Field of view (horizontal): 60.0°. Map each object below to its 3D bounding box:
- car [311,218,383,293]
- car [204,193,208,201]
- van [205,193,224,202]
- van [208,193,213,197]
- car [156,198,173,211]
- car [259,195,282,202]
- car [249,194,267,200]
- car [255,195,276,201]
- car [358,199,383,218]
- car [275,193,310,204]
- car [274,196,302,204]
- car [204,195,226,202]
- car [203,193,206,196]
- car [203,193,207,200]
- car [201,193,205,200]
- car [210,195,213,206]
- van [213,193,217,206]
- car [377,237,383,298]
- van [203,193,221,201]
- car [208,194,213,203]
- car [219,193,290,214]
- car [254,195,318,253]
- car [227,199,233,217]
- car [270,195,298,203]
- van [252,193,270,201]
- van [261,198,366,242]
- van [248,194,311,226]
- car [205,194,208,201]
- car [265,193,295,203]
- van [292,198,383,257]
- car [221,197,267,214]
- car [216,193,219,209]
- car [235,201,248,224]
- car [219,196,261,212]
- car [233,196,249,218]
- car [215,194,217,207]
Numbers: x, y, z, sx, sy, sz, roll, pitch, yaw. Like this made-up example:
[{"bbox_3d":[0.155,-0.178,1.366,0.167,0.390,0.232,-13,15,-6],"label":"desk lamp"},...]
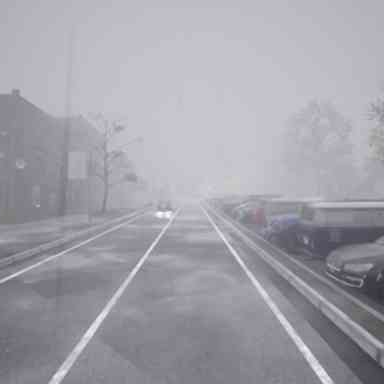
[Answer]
[{"bbox_3d":[5.679,1.523,7.733,4.892,1.521,2.231,0,0,0],"label":"car"},{"bbox_3d":[5.399,1.522,63.797,5.008,1.535,2.097,0,0,0],"label":"car"},{"bbox_3d":[5.440,1.336,80.618,4.442,1.987,1.878,0,0,0],"label":"van"},{"bbox_3d":[5.327,1.297,55.390,4.442,1.987,1.878,0,0,0],"label":"van"},{"bbox_3d":[-3.395,1.574,41.846,2.128,1.511,4.902,0,0,0],"label":"car"},{"bbox_3d":[18.411,1.506,77.992,5.008,1.535,2.097,0,0,0],"label":"car"},{"bbox_3d":[18.326,1.427,91.916,4.553,1.767,2.185,0,0,0],"label":"car"},{"bbox_3d":[18.389,1.563,83.563,4.674,1.452,2.002,0,0,0],"label":"car"},{"bbox_3d":[18.458,1.475,30.621,5.366,1.575,1.946,0,0,0],"label":"car"},{"bbox_3d":[18.466,1.222,61.284,5.566,2.045,2.435,0,0,0],"label":"car"},{"bbox_3d":[18.480,1.515,64.191,4.674,1.452,2.002,0,0,0],"label":"car"},{"bbox_3d":[5.332,1.554,77.814,5.008,1.535,2.097,0,0,0],"label":"car"},{"bbox_3d":[5.360,1.538,72.203,4.892,1.521,2.231,0,0,0],"label":"car"},{"bbox_3d":[5.348,1.560,69.405,4.792,1.488,2.163,0,0,0],"label":"car"},{"bbox_3d":[5.378,1.294,75.011,5.566,2.045,2.435,0,0,0],"label":"car"},{"bbox_3d":[5.479,1.523,46.981,5.008,1.535,2.097,0,0,0],"label":"car"},{"bbox_3d":[5.381,1.298,44.177,4.442,1.987,1.878,0,0,0],"label":"van"},{"bbox_3d":[5.683,1.555,4.929,4.674,1.452,2.002,0,0,0],"label":"car"},{"bbox_3d":[5.183,1.355,86.224,4.442,1.987,1.878,0,0,0],"label":"van"},{"bbox_3d":[5.429,1.552,52.587,4.792,1.488,2.163,0,0,0],"label":"car"},{"bbox_3d":[5.536,1.274,30.161,5.566,2.045,2.435,0,0,0],"label":"car"},{"bbox_3d":[5.617,1.277,13.341,5.566,2.045,2.435,0,0,0],"label":"car"},{"bbox_3d":[5.576,1.566,27.358,4.674,1.452,2.002,0,0,0],"label":"car"},{"bbox_3d":[18.464,1.478,66.852,5.008,1.535,2.097,0,0,0],"label":"car"},{"bbox_3d":[18.483,1.314,89.136,4.442,1.987,1.878,0,0,0],"label":"van"},{"bbox_3d":[5.748,1.301,16.146,4.442,1.987,1.878,0,0,0],"label":"van"},{"bbox_3d":[5.735,1.301,18.949,4.442,1.987,1.878,0,0,0],"label":"van"},{"bbox_3d":[5.603,1.517,60.998,5.366,1.575,1.946,0,0,0],"label":"car"},{"bbox_3d":[18.427,1.231,69.639,5.566,2.045,2.435,0,0,0],"label":"car"},{"bbox_3d":[5.775,1.302,10.541,4.442,1.987,1.878,0,0,0],"label":"van"},{"bbox_3d":[5.507,1.399,35.768,4.553,1.767,2.185,0,0,0],"label":"car"},{"bbox_3d":[5.522,1.274,32.965,5.566,2.045,2.435,0,0,0],"label":"car"},{"bbox_3d":[5.599,1.528,21.752,4.892,1.521,2.231,0,0,0],"label":"car"},{"bbox_3d":[5.493,1.399,38.571,4.553,1.767,2.185,0,0,0],"label":"car"},{"bbox_3d":[5.623,1.401,24.555,4.553,1.767,2.185,0,0,0],"label":"car"},{"bbox_3d":[5.542,1.398,41.375,4.553,1.767,2.185,0,0,0],"label":"car"}]
